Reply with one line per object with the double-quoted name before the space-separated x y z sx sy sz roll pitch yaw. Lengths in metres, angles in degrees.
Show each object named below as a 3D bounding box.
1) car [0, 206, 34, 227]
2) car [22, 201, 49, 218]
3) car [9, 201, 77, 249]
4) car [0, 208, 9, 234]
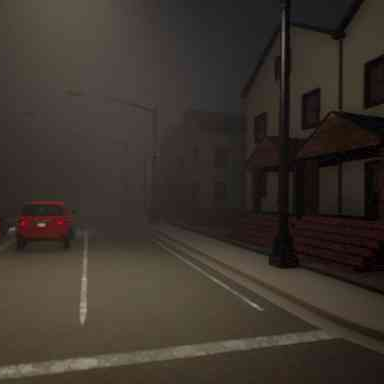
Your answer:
"car" -14.138 1.896 26.911 1.812 1.442 4.674 1 -1 -17
"car" -17.179 1.888 36.727 2.097 1.767 4.553 1 -1 -17
"car" -6.908 1.472 16.106 2.150 2.045 5.566 1 -1 -17
"car" -11.369 1.713 18.062 2.128 1.511 4.902 1 -1 -17
